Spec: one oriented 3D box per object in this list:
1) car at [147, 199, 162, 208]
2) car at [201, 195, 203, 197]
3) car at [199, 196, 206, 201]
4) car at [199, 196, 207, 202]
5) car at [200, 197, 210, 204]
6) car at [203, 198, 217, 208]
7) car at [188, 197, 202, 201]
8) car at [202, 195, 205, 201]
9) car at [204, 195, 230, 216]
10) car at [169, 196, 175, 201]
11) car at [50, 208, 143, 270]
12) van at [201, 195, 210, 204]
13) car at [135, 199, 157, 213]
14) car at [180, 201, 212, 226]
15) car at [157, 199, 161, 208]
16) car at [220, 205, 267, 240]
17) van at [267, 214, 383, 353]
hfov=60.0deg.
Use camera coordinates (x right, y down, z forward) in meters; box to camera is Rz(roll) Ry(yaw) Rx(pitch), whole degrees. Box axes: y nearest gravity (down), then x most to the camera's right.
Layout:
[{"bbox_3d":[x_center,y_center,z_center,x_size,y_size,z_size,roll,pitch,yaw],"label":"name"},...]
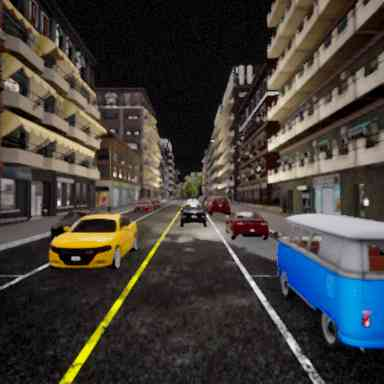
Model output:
[{"bbox_3d":[-5.668,1.723,50.596,1.802,1.307,4.206,1,0,0],"label":"car"},{"bbox_3d":[2.718,1.471,56.126,2.192,1.841,5.009,1,0,0],"label":"car"},{"bbox_3d":[2.722,1.834,89.553,1.802,1.307,4.206,1,0,0],"label":"car"},{"bbox_3d":[2.721,1.762,84.151,1.752,1.417,4.829,1,0,0],"label":"car"},{"bbox_3d":[2.718,1.754,72.839,2.008,1.369,4.403,1,0,0],"label":"car"},{"bbox_3d":[2.714,1.666,50.724,1.752,1.417,4.829,1,0,0],"label":"car"},{"bbox_3d":[0.111,1.649,44.579,1.812,1.442,4.674,0,0,0],"label":"car"},{"bbox_3d":[2.714,1.424,39.412,2.192,1.841,5.009,1,0,0],"label":"car"},{"bbox_3d":[2.712,1.408,33.842,2.192,1.841,5.009,1,0,0],"label":"car"},{"bbox_3d":[-5.656,1.834,95.165,1.947,1.339,4.313,1,0,0],"label":"car"},{"bbox_3d":[-3.083,1.509,11.351,1.882,1.535,5.008,0,0,0],"label":"car"},{"bbox_3d":[2.720,1.529,67.268,1.690,1.788,3.998,1,0,0],"label":"van"},{"bbox_3d":[-5.670,1.654,39.454,1.887,1.381,4.507,1,0,0],"label":"car"},{"bbox_3d":[0.107,1.613,23.730,2.033,1.411,5.357,0,0,0],"label":"car"},{"bbox_3d":[-5.669,1.707,45.025,1.802,1.307,4.206,1,0,0],"label":"car"},{"bbox_3d":[2.705,1.592,17.128,1.887,1.381,4.507,1,0,0],"label":"car"},{"bbox_3d":[2.705,1.358,5.987,1.690,1.788,3.998,1,0,0],"label":"van"}]
